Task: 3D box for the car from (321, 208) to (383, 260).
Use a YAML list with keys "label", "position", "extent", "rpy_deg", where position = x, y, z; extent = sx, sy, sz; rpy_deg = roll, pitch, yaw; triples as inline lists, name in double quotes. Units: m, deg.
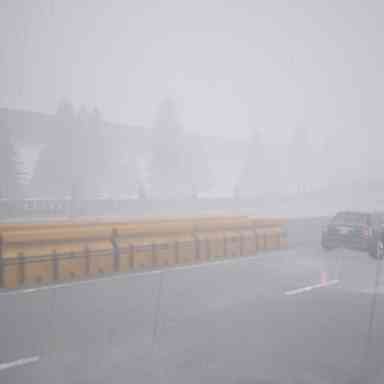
- label: "car"
  position: [7.272, 1.497, 13.341]
  extent: [4.553, 1.767, 2.097]
  rpy_deg: [1, -1, -35]
